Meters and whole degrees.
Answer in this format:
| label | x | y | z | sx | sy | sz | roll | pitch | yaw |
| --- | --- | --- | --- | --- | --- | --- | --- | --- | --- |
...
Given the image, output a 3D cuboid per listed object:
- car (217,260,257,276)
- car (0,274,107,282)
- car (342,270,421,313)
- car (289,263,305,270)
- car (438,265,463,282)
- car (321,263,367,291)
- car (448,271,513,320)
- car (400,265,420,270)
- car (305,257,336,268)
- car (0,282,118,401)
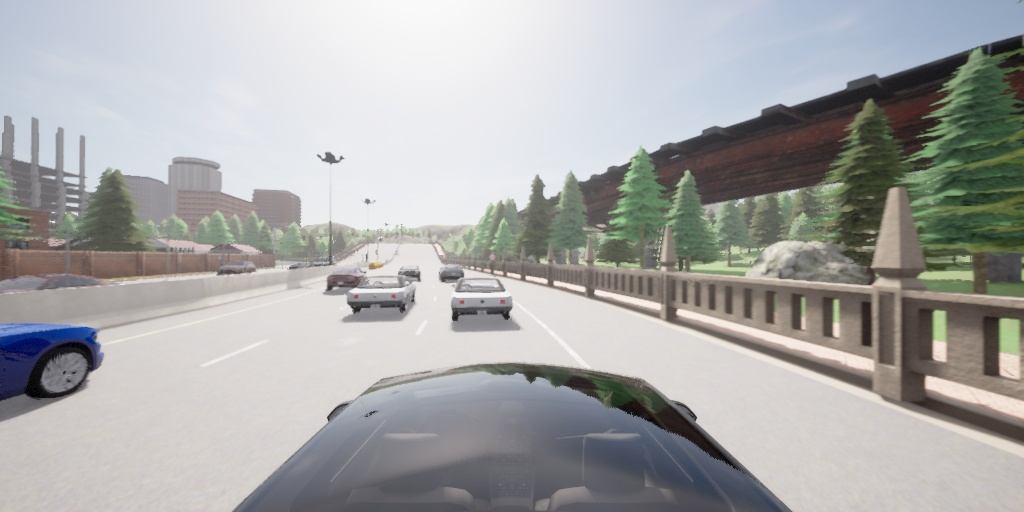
| label | x | y | z | sx | sy | sz | roll | pitch | yaw |
| --- | --- | --- | --- | --- | --- | --- | --- | --- | --- |
| car | -29.036 | 1.274 | 38.019 | 2.097 | 1.767 | 4.553 | 0 | 0 | -15 |
| car | -15.339 | 1.327 | 11.626 | 1.812 | 1.442 | 4.674 | 0 | 0 | -9 |
| car | -4.971 | 1.407 | 14.335 | 1.895 | 1.301 | 4.718 | 0 | 0 | -9 |
| car | -28.103 | 1.564 | 48.019 | 1.895 | 1.301 | 4.718 | 0 | 0 | -15 |
| car | -5.303 | 1.443 | 31.278 | 1.994 | 1.385 | 4.181 | 0 | 0 | -15 |
| car | -10.287 | 1.370 | 22.598 | 1.812 | 1.442 | 4.674 | 0 | 0 | -14 |
| car | -1.205 | 1.399 | 12.872 | 1.895 | 1.301 | 4.718 | 0 | 0 | -8 |
| car | -9.271 | 1.488 | 32.635 | 1.895 | 1.301 | 4.718 | 0 | 0 | -15 |
| car | -23.719 | 1.166 | 45.160 | 2.150 | 2.045 | 5.566 | 0 | 0 | -15 |
| car | -7.230 | 1.239 | 3.474 | 1.882 | 1.535 | 5.008 | 0 | 0 | -3 |
